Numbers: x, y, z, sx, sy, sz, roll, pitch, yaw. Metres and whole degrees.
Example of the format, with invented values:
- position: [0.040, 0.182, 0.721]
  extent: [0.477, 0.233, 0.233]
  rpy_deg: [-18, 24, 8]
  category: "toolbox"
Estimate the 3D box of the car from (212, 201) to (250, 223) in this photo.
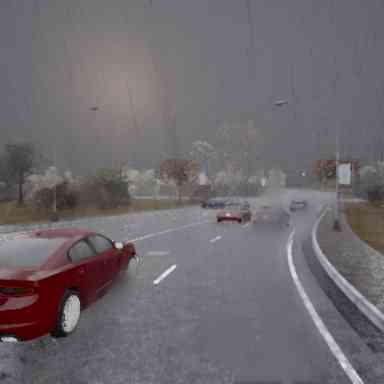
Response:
- position: [3.443, 1.660, 26.529]
  extent: [1.994, 1.385, 4.181]
  rpy_deg: [1, 0, 22]
  category: "car"

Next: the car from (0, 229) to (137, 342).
- position: [-2.616, 1.490, 6.762]
  extent: [1.882, 1.535, 5.008]
  rpy_deg: [0, 0, 8]
  category: "car"

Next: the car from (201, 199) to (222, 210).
- position: [2.780, 1.572, 43.142]
  extent: [1.895, 1.301, 4.718]
  rpy_deg: [1, 1, 24]
  category: "car"

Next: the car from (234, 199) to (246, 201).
- position: [5.924, 1.572, 41.595]
  extent: [1.994, 1.385, 4.181]
  rpy_deg: [1, 1, 24]
  category: "car"

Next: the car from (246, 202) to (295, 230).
- position: [5.393, 1.667, 22.246]
  extent: [2.033, 1.411, 5.357]
  rpy_deg: [1, 0, 22]
  category: "car"

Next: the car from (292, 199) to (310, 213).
- position: [12.563, 1.571, 38.798]
  extent: [2.128, 1.511, 4.902]
  rpy_deg: [1, 1, 24]
  category: "car"
